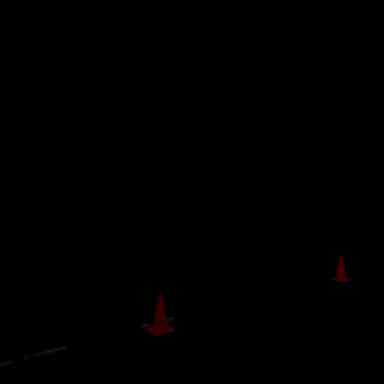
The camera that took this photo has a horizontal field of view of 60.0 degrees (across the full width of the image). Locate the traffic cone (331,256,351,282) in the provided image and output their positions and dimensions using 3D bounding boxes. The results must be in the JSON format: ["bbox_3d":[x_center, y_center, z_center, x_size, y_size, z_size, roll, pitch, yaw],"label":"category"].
[{"bbox_3d":[3.676,1.869,8.198,0.340,0.580,0.340,-1,1,-34],"label":"traffic cone"}]

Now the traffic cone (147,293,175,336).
[{"bbox_3d":[-0.494,1.909,5.295,0.340,0.580,0.340,-1,1,-35],"label":"traffic cone"}]
